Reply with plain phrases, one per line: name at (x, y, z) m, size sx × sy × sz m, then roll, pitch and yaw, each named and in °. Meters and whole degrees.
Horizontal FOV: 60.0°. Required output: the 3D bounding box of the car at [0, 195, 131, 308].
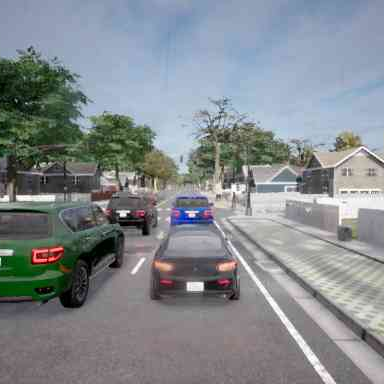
car at (-3.184, 1.209, 8.039) m, size 2.150 × 2.045 × 5.566 m, roll 0°, pitch 0°, yaw 1°

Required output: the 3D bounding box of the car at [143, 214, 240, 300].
car at (0.070, 1.513, 8.230) m, size 1.812 × 1.442 × 4.674 m, roll 0°, pitch 0°, yaw 0°

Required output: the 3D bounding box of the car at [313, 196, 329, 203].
car at (13.296, 1.196, 34.409) m, size 4.902 × 1.511 × 2.128 m, roll 0°, pitch 1°, yaw -2°

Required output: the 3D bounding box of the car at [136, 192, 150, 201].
car at (-9.732, 0.850, 66.564) m, size 2.128 × 1.511 × 4.902 m, roll 0°, pitch 1°, yaw 1°

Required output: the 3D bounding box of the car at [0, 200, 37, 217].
car at (-17.026, 1.532, 31.127) m, size 4.181 × 1.385 × 1.994 m, roll 0°, pitch 1°, yaw -1°

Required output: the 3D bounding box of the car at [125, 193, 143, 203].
car at (-9.805, 1.040, 56.590) m, size 2.128 × 1.511 × 4.902 m, roll 0°, pitch 1°, yaw 0°

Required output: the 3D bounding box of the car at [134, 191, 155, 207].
car at (-6.572, 0.886, 46.856) m, size 2.150 × 2.045 × 5.566 m, roll 0°, pitch 1°, yaw 0°

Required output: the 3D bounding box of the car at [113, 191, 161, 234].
car at (-3.217, 1.157, 18.390) m, size 2.150 × 2.045 × 5.566 m, roll 0°, pitch 0°, yaw 1°

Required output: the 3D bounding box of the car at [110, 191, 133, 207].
car at (-9.823, 0.885, 46.910) m, size 2.150 × 2.045 × 5.566 m, roll 0°, pitch 1°, yaw 0°

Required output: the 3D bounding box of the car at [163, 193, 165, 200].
car at (-6.492, 0.854, 66.385) m, size 2.128 × 1.511 × 4.902 m, roll 0°, pitch 1°, yaw 1°

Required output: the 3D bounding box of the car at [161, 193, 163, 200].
car at (-6.551, 1.117, 56.264) m, size 1.994 × 1.385 × 4.181 m, roll 0°, pitch 1°, yaw 1°

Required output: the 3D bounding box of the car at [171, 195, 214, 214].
car at (0.031, 1.158, 18.264) m, size 2.150 × 2.045 × 5.566 m, roll 0°, pitch 0°, yaw 1°
